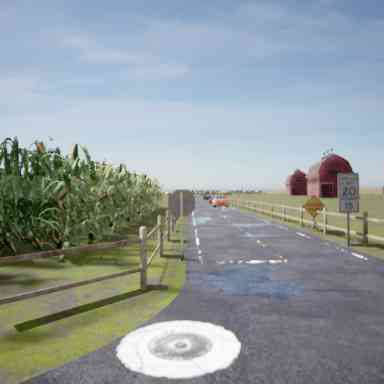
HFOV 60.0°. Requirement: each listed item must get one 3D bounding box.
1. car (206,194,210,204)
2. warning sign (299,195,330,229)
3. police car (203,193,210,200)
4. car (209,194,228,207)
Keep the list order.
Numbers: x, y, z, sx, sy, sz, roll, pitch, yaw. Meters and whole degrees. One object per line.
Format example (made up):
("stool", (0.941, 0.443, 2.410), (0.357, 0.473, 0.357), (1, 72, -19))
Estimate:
("car", (4.079, 1.567, 60.690), (1.994, 1.385, 4.181), (0, 0, 0))
("warning sign", (6.801, 1.089, 18.537), (1.300, 1.860, 1.060), (0, 0, -1))
("police car", (4.561, 1.423, 88.631), (1.930, 1.638, 5.238), (0, 0, -1))
("car", (4.179, 1.354, 49.998), (2.097, 1.767, 4.553), (0, 0, -1))
